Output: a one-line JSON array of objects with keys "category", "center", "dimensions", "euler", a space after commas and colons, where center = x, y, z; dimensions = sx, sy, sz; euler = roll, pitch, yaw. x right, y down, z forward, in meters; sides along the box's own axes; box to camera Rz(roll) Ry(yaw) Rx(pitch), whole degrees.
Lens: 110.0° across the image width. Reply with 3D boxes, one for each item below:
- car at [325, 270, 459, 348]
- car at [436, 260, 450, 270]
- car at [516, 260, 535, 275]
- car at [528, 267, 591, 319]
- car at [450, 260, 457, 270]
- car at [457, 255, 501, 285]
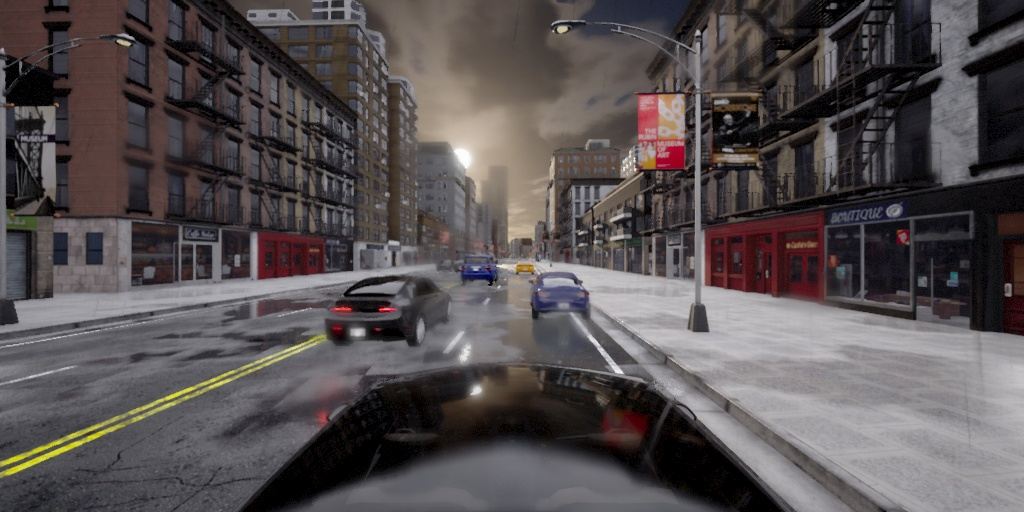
[{"category": "car", "center": [-2.829, 1.248, 9.250], "dimensions": [1.837, 1.490, 4.892], "euler": [0, -1, 2]}, {"category": "car", "center": [-8.257, 1.224, 45.494], "dimensions": [1.837, 1.490, 4.892], "euler": [0, 0, 2]}, {"category": "car", "center": [1.439, 1.203, 39.186], "dimensions": [1.882, 1.535, 5.008], "euler": [0, 0, 2]}, {"category": "car", "center": [1.583, 1.271, 12.641], "dimensions": [1.812, 1.442, 4.674], "euler": [0, 0, 2]}, {"category": "car", "center": [-5.182, 1.215, 40.460], "dimensions": [2.128, 1.511, 4.902], "euler": [0, 0, 2]}, {"category": "car", "center": [-2.243, 0.958, 25.855], "dimensions": [2.150, 2.045, 5.566], "euler": [0, 0, 2]}]
